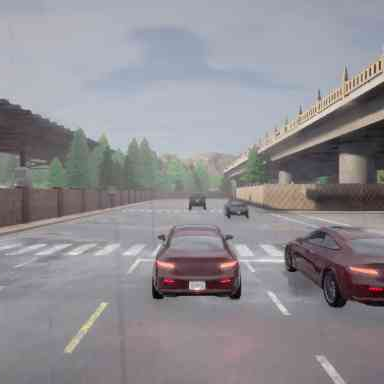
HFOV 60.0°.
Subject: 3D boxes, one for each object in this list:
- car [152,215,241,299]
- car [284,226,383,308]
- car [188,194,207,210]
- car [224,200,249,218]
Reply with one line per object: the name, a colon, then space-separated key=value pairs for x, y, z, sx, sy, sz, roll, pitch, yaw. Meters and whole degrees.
car: x=0.093 y=1.526 z=8.314 sx=1.812 sy=1.442 sz=4.674 roll=0 pitch=0 yaw=0
car: x=3.595 y=1.526 z=7.814 sx=1.812 sy=1.442 sz=4.674 roll=0 pitch=0 yaw=0
car: x=0.718 y=1.221 z=43.170 sx=2.150 sy=2.045 sz=5.566 roll=0 pitch=0 yaw=1
car: x=3.921 y=1.491 z=29.838 sx=2.128 sy=1.511 sz=4.902 roll=0 pitch=0 yaw=1
